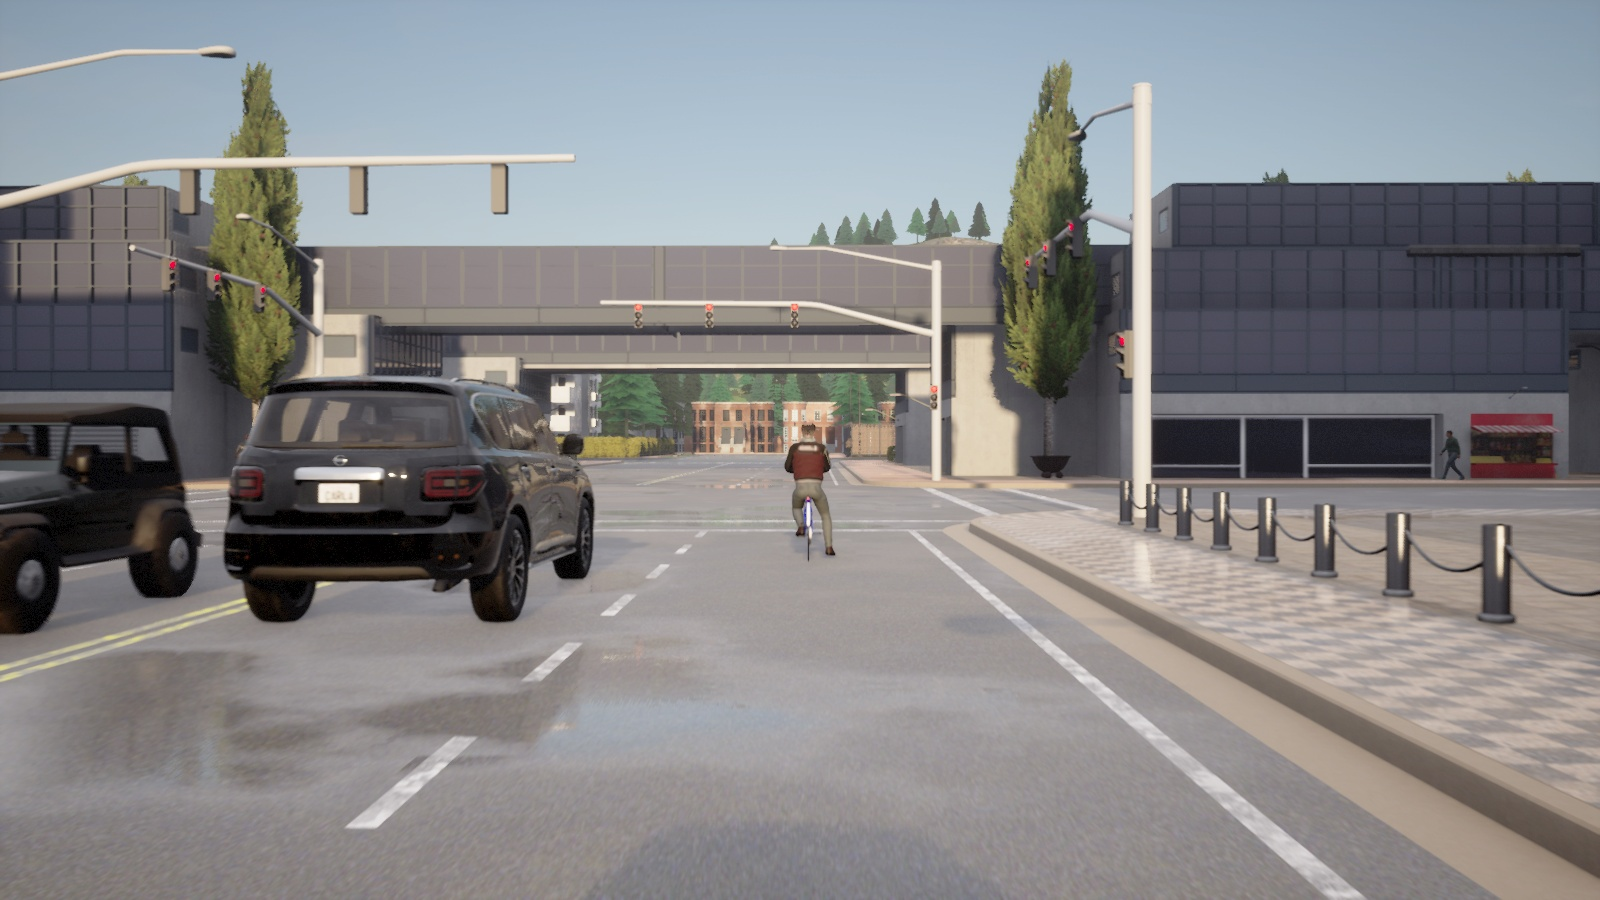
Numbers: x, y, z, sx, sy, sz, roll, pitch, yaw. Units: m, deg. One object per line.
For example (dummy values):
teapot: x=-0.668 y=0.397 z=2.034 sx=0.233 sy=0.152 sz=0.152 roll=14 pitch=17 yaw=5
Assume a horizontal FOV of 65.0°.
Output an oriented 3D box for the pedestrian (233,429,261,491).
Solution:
pedestrian: x=-17.019 y=0.294 z=38.643 sx=0.563 sy=1.883 sz=0.849 roll=0 pitch=0 yaw=-7

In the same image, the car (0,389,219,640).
car: x=-6.924 y=0.475 z=10.947 sx=1.905 sy=1.878 sz=3.866 roll=0 pitch=0 yaw=0

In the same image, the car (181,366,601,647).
car: x=-3.417 y=0.395 z=11.924 sx=2.150 sy=2.045 sz=5.566 roll=0 pitch=0 yaw=0

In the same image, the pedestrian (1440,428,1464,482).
pedestrian: x=22.700 y=0.177 z=43.725 sx=0.614 sy=1.847 sz=0.353 roll=0 pitch=0 yaw=-2

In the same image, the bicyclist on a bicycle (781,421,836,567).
bicyclist on a bicycle: x=0.107 y=0.526 z=16.202 sx=0.659 sy=1.776 sz=1.843 roll=0 pitch=1 yaw=0
